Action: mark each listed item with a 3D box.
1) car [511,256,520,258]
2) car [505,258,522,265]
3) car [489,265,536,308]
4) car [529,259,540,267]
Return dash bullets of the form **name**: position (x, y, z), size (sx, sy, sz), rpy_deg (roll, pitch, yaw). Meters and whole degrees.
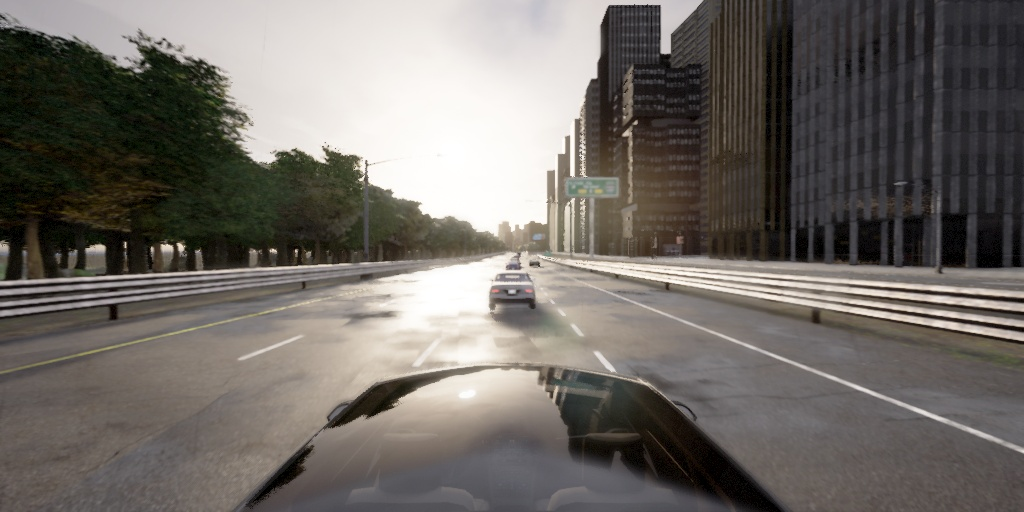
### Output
- **car**: position (0.365, 1.140, 61.650), size (1.837, 1.490, 4.892), rpy_deg (0, 0, 1)
- **car**: position (0.172, 1.239, 43.121), size (1.812, 1.442, 4.674), rpy_deg (0, 0, 0)
- **car**: position (0.015, 1.301, 15.148), size (2.033, 1.411, 5.357), rpy_deg (0, 0, 0)
- **car**: position (3.996, 1.217, 64.062), size (1.895, 1.301, 4.718), rpy_deg (0, 0, 1)
